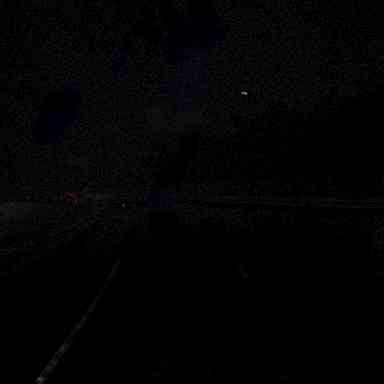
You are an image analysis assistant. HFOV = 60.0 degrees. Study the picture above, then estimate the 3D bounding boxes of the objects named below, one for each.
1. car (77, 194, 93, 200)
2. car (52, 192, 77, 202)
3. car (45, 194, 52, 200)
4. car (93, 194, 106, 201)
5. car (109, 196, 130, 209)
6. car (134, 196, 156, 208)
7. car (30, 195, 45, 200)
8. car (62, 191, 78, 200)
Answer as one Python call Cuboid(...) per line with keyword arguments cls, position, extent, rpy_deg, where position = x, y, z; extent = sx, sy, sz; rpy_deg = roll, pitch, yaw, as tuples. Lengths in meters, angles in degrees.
Cuboid(cls="car", position=(-23.569, 1.232, 70.347), extent=(2.128, 1.511, 4.902), rpy_deg=(-1, 1, -42))
Cuboid(cls="car", position=(-26.048, 1.293, 67.863), extent=(2.033, 1.411, 5.357), rpy_deg=(-1, 1, -42))
Cuboid(cls="car", position=(-34.832, 1.268, 81.191), extent=(4.674, 1.442, 1.812), rpy_deg=(0, 1, 40))
Cuboid(cls="car", position=(-20.295, 1.184, 71.909), extent=(1.812, 1.442, 4.674), rpy_deg=(-1, 1, -42))
Cuboid(cls="car", position=(-9.089, 1.281, 41.591), extent=(1.837, 1.490, 4.892), rpy_deg=(0, 1, -24))
Cuboid(cls="car", position=(-6.176, 1.220, 43.636), extent=(2.128, 1.511, 4.902), rpy_deg=(-1, 1, -24))
Cuboid(cls="car", position=(-37.685, 1.387, 79.015), extent=(4.718, 1.301, 1.895), rpy_deg=(0, 1, 40))
Cuboid(cls="car", position=(-30.726, 0.904, 83.942), extent=(2.150, 2.045, 5.566), rpy_deg=(-1, 1, -38))
